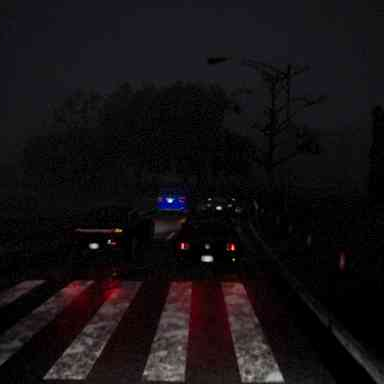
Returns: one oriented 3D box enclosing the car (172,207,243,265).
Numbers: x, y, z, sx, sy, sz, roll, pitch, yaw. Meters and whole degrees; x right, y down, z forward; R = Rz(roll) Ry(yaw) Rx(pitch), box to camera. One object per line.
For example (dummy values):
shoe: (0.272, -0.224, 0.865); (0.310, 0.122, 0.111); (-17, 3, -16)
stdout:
car: (0.558, 1.417, 10.919); (1.895, 1.301, 4.718); (0, 1, 4)

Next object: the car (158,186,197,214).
car: (-1.018, 0.548, 25.049); (2.150, 2.045, 5.566); (1, 3, 10)

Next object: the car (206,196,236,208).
car: (2.136, 0.947, 24.189); (1.994, 1.385, 4.181); (1, 3, 9)

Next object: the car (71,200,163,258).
car: (-2.607, 1.275, 11.886); (2.128, 1.511, 4.902); (0, 1, 4)
